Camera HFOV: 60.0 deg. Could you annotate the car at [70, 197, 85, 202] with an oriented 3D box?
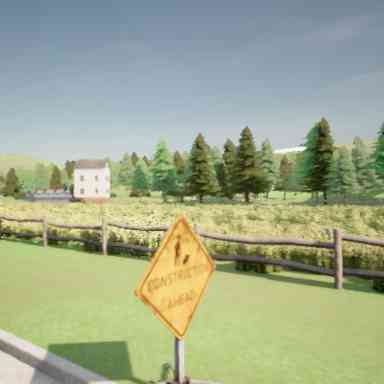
[{"bbox_3d":[-30.302,2.240,87.646,4.605,1.855,1.932,-1,-1,35],"label":"car"}]
